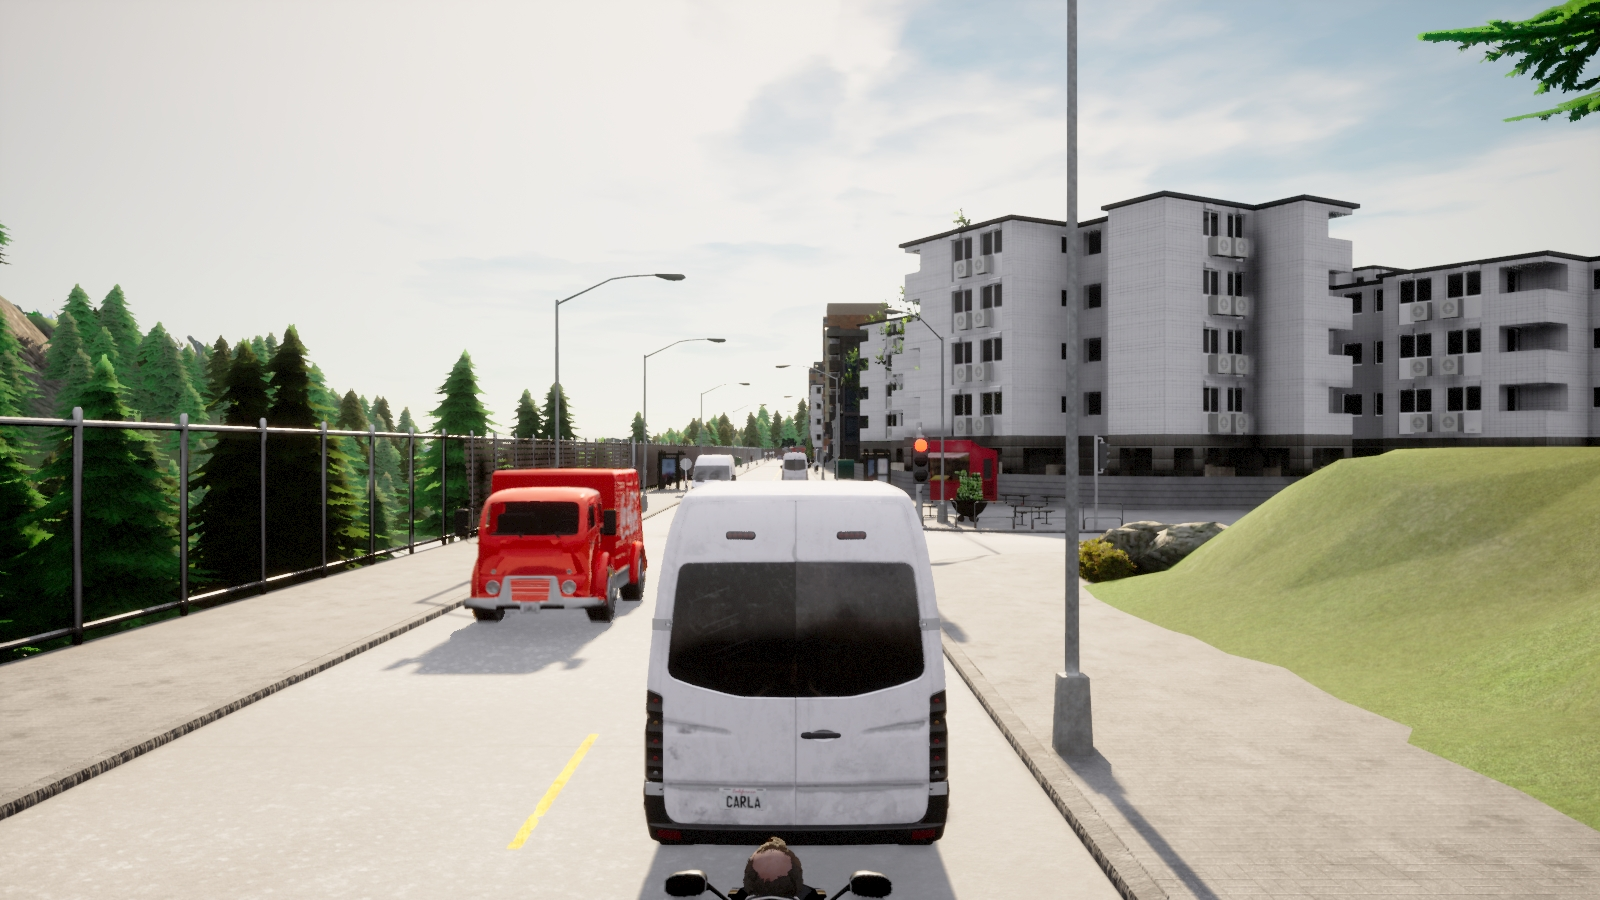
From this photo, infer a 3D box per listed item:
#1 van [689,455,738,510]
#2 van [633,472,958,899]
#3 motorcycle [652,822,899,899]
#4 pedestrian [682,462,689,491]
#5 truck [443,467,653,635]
[{"bbox_3d":[-4.246,1.534,56.677,1.988,2.561,5.915,0,0,0],"label":"van"},{"bbox_3d":[-0.034,1.534,9.946,1.988,2.561,5.915,0,0,0],"label":"van"},{"bbox_3d":[-0.090,2.205,3.746,0.867,1.251,2.209,0,0,1],"label":"motorcycle"},{"bbox_3d":[-7.527,1.744,75.266,0.375,1.860,0.375,0,0,13],"label":"pedestrian"},{"bbox_3d":[-4.154,1.568,19.932,2.627,2.467,5.204,0,0,-1],"label":"truck"}]
